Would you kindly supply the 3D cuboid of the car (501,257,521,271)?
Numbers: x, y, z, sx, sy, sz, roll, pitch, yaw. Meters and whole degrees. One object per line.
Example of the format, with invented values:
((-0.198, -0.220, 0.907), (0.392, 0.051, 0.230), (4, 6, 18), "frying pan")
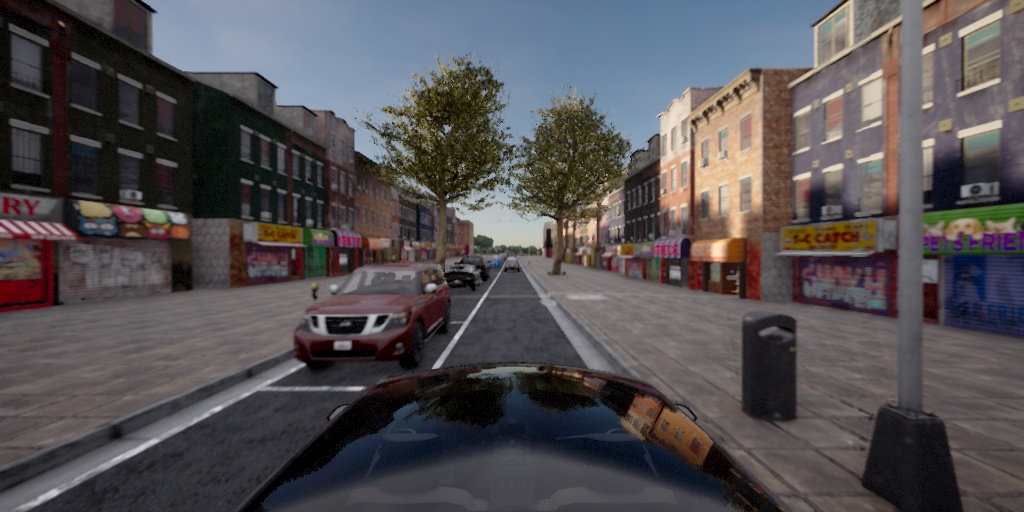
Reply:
((0.061, 1.146, 44.472), (2.033, 1.411, 5.357), (0, 1, 1), "car")

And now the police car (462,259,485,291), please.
((-3.002, 1.179, 22.196), (1.930, 1.638, 5.238), (0, 0, 0), "police car")

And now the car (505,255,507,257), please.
((0.047, 0.854, 62.707), (1.812, 1.442, 4.674), (0, 1, 1), "car")

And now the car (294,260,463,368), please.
((-2.636, 1.090, 8.111), (2.192, 1.841, 5.009), (0, 0, 0), "car")

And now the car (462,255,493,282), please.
((-2.972, 0.949, 29.114), (2.150, 2.045, 5.566), (0, 0, 0), "car")

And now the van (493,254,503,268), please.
((-2.621, 0.838, 52.488), (1.690, 1.789, 3.998), (0, 0, 0), "van")

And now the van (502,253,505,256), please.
((-2.617, 0.653, 63.581), (1.690, 1.789, 3.998), (0, 0, 0), "van")
